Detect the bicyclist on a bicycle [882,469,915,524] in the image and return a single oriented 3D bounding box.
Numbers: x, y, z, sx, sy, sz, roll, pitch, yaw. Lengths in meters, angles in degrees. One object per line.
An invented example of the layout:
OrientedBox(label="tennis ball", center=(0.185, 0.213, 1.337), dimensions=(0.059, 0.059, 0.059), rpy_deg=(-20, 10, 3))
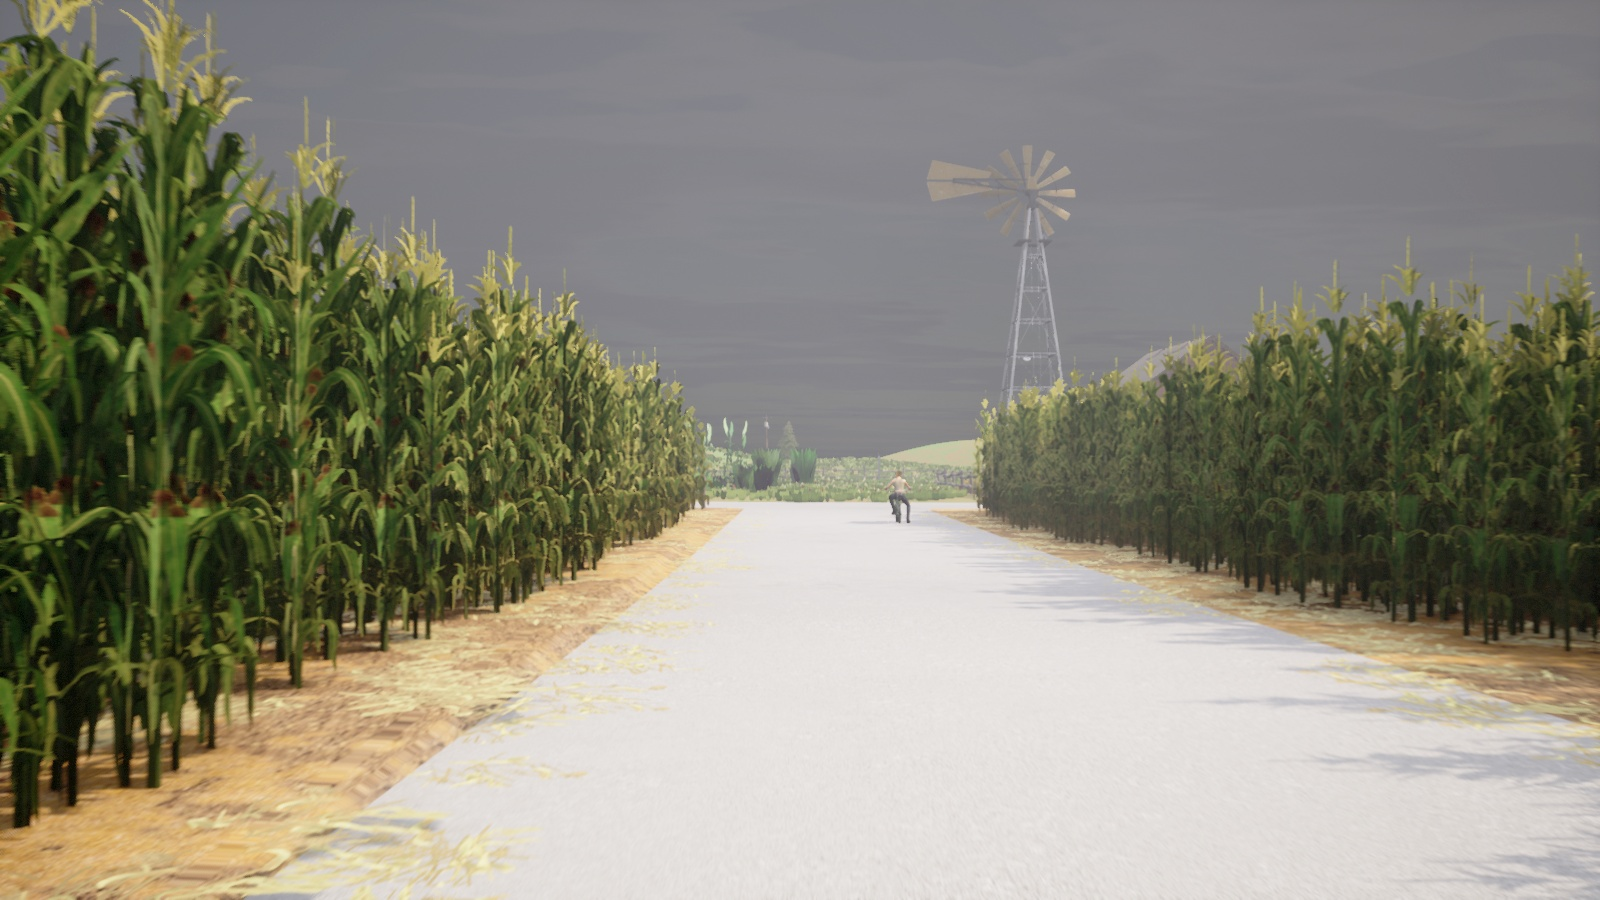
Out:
OrientedBox(label="bicyclist on a bicycle", center=(3.012, 1.410, 38.514), dimensions=(0.866, 1.612, 1.509), rpy_deg=(0, -1, 0))
